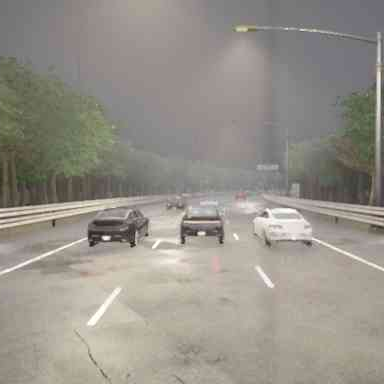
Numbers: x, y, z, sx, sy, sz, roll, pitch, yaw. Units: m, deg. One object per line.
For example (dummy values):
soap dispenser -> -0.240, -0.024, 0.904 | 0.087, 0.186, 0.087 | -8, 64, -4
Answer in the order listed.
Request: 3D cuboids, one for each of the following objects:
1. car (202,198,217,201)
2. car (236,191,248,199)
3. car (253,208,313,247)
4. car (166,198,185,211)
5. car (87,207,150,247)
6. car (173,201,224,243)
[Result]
car -> 1.986, 1.356, 37.355 | 1.895, 1.301, 4.718 | 0, 0, 5
car -> 11.518, 0.693, 78.380 | 2.150, 2.045, 5.566 | 0, 0, 11
car -> 3.837, 1.435, 14.536 | 1.812, 1.442, 4.674 | 0, 0, 2
car -> -1.574, 1.359, 36.872 | 1.895, 1.301, 4.718 | 0, 0, 5
car -> -3.053, 1.412, 14.606 | 1.837, 1.490, 4.892 | 0, 0, 2
car -> 0.486, 1.393, 15.541 | 2.128, 1.511, 4.902 | 0, 0, 2
